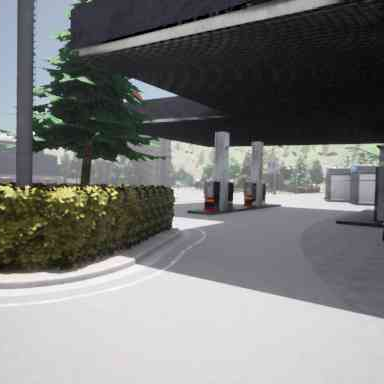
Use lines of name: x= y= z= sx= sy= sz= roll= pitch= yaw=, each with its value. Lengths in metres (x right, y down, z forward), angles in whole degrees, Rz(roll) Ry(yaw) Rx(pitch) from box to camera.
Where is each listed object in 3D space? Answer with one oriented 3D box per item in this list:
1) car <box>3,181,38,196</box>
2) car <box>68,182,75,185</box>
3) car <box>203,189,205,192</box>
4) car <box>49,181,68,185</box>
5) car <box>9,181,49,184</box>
car: x=-21.901 y=-0.478 z=42.394 sx=4.605 sy=1.855 sz=1.932 roll=2 pitch=2 yaw=35
car: x=-25.644 y=-1.297 z=68.025 sx=4.605 sy=1.855 sz=1.932 roll=2 pitch=2 yaw=35
car: x=4.688 y=-0.312 z=65.638 sx=5.027 sy=1.636 sz=2.152 roll=2 pitch=2 yaw=35
car: x=-26.974 y=-1.273 z=65.409 sx=3.866 sy=1.878 sz=1.905 roll=2 pitch=2 yaw=35
car: x=-17.350 y=-0.189 z=35.189 sx=3.866 sy=1.878 sz=1.905 roll=2 pitch=2 yaw=35
